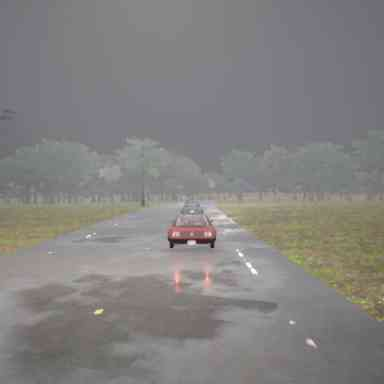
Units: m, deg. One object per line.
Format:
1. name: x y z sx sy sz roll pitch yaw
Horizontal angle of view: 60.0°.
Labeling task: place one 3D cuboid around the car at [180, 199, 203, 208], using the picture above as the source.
1. car: 0.032 1.573 29.634 1.994 1.385 4.181 0 0 1

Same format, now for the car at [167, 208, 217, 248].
1. car: 0.000 1.616 14.679 1.895 1.301 4.718 0 0 0

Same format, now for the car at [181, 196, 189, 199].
1. car: -1.667 1.697 77.783 1.812 1.442 4.674 0 -1 4
